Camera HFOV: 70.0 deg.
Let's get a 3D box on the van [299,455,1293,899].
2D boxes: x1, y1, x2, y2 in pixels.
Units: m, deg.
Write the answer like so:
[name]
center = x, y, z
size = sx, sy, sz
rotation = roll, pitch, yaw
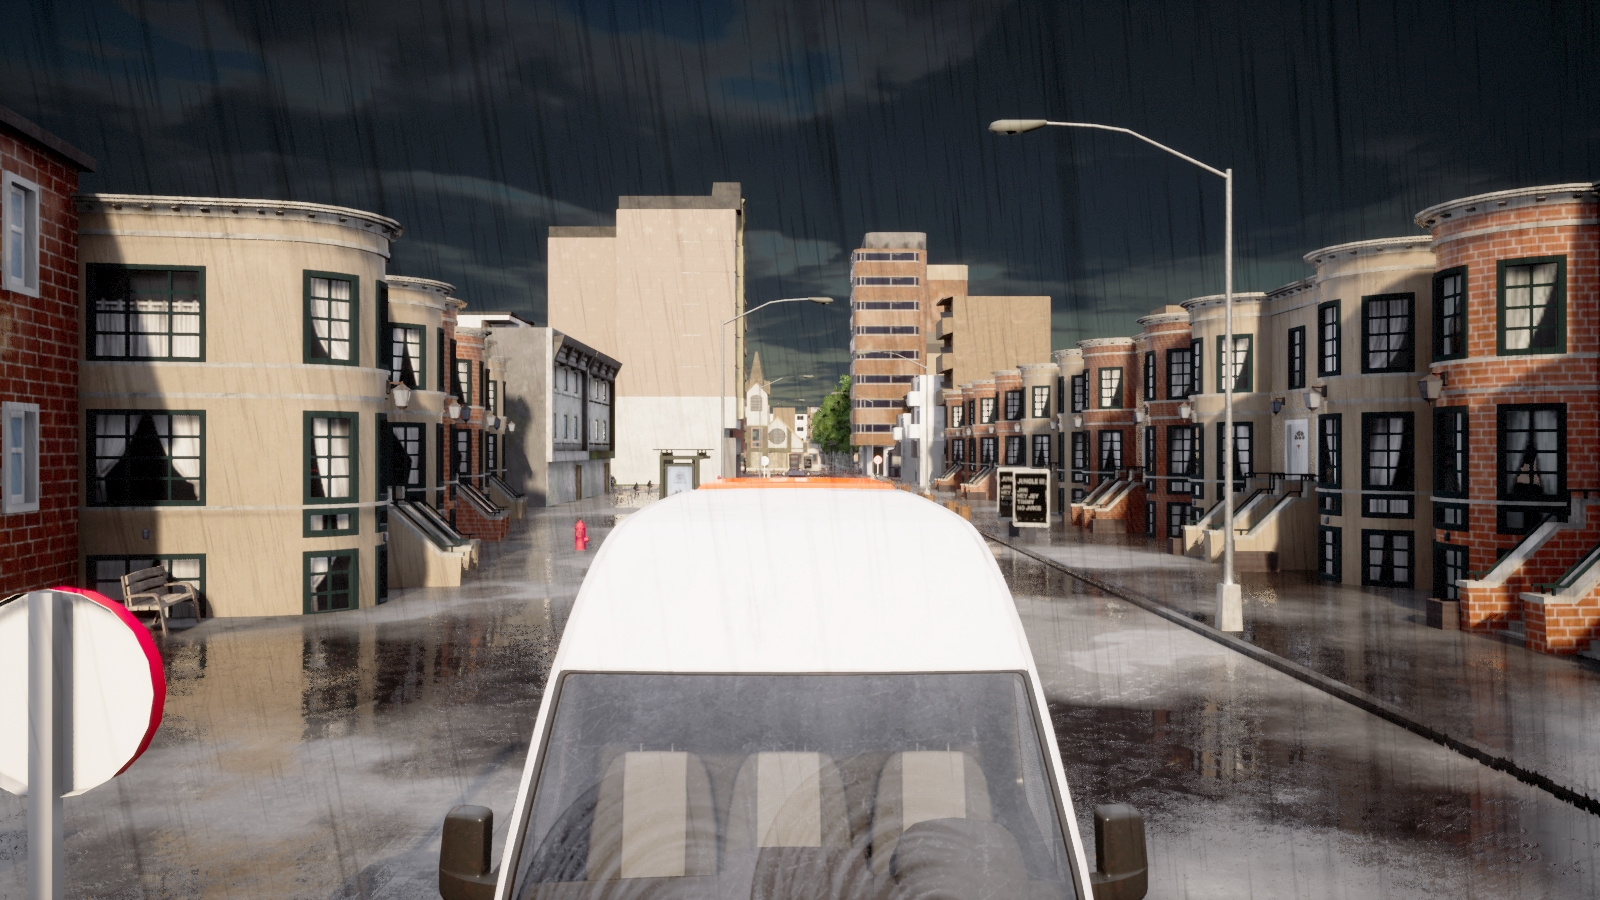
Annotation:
[van]
center = -0.019, 1.314, 5.243
size = 1.988, 2.561, 5.915
rotation = 0, 0, 0
